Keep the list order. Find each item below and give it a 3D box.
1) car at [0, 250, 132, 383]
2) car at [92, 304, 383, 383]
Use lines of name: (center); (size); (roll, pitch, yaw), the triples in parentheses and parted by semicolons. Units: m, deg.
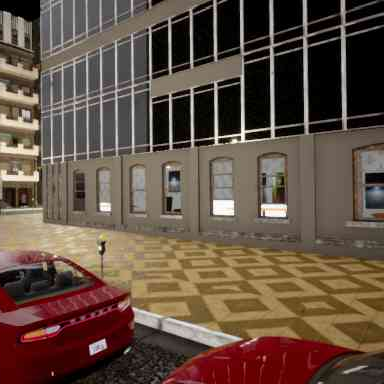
car: (-2.832, 1.546, 4.912); (4.507, 1.381, 1.887); (0, -1, 36)
car: (1.738, 1.545, 1.645); (4.507, 1.381, 1.887); (0, -1, 36)
